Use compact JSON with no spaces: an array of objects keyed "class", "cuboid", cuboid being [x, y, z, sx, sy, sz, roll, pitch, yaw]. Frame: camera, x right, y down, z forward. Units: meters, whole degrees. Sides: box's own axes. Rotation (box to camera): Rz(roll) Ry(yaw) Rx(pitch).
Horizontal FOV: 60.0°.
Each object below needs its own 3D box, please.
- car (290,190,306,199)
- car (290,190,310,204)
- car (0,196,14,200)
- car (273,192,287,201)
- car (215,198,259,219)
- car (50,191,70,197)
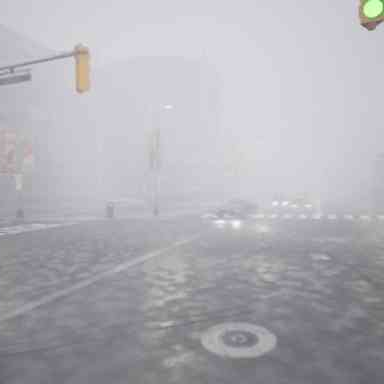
[{"class":"car","cuboid":[18.207,0.355,57.330,1.812,1.442,4.674,-1,1,7]},{"class":"car","cuboid":[13.404,0.634,40.809,1.882,1.535,5.008,-1,1,20]},{"class":"car","cuboid":[-28.384,1.281,50.145,4.674,1.452,2.002,-1,1,20]},{"class":"car","cuboid":[13.122,0.647,49.557,1.895,1.301,4.718,-1,1,18]},{"class":"car","cuboid":[3.542,1.141,25.038,2.033,1.411,5.357,-1,1,27]},{"class":"car","cuboid":[-31.276,0.671,78.876,5.566,2.045,2.435,-1,1,20]}]
